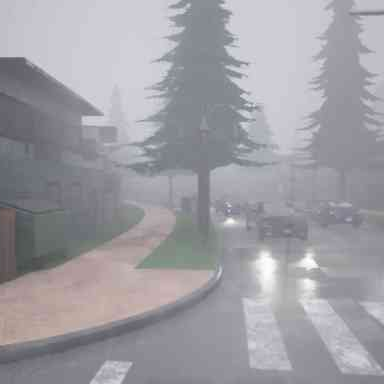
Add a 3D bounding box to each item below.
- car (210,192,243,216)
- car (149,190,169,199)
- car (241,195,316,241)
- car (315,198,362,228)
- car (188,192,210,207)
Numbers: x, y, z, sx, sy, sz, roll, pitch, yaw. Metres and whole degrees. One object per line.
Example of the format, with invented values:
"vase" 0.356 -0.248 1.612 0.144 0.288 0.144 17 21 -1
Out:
"car" 3.046 0.784 24.718 2.097 1.767 4.553 -1 1 -8
"car" -5.524 0.425 55.221 1.994 1.385 4.181 -1 2 -37
"car" 3.556 1.117 14.695 1.882 1.535 5.008 0 1 1
"car" 7.350 1.066 17.905 1.812 1.442 4.674 0 1 -1
"car" 0.898 0.741 34.871 1.837 1.490 4.892 -1 1 -16
